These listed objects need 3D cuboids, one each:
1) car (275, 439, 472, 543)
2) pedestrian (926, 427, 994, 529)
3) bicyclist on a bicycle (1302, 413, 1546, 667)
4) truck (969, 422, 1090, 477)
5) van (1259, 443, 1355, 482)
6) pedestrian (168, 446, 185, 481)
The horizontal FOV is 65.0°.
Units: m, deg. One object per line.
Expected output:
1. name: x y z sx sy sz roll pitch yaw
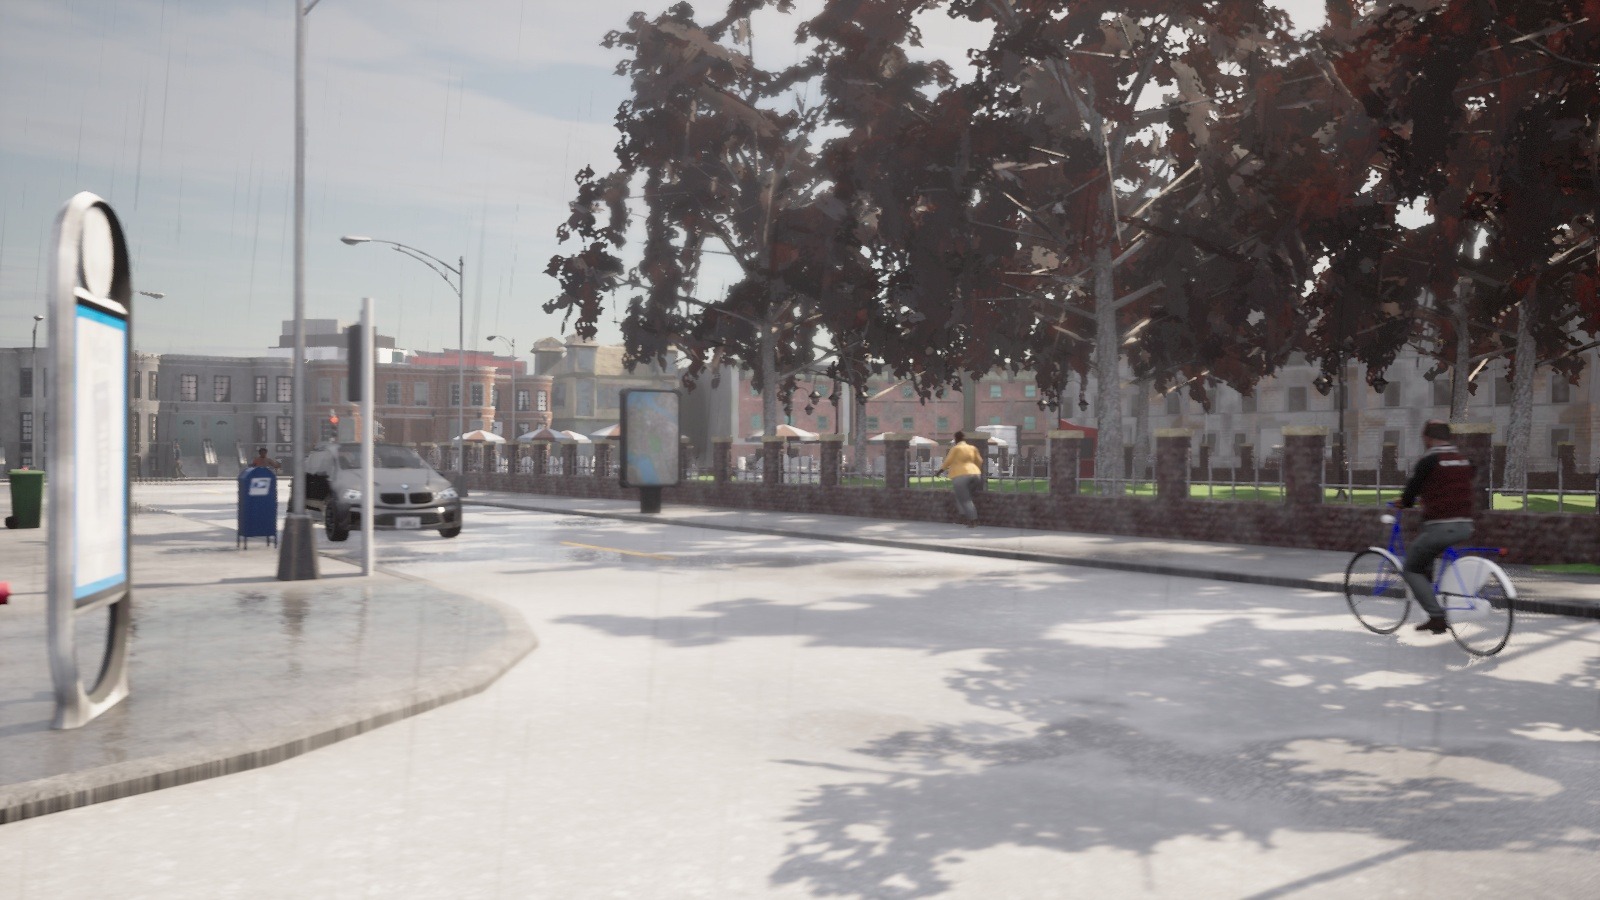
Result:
1. car: -7.802 0.666 22.688 2.242 1.667 4.611 0 0 -34
2. pedestrian: 2.990 0.511 23.476 0.874 1.855 0.900 0 0 -34
3. bicyclist on a bicycle: 4.791 0.632 9.809 0.659 1.776 1.843 -2 0 -12
4. truck: 15.076 -0.043 83.145 2.891 3.462 7.936 0 0 -39
5. van: 26.777 0.622 66.468 1.775 1.987 4.442 0 0 -34
6. pedestrian: -32.478 0.695 65.416 0.726 1.842 0.402 0 0 -30
